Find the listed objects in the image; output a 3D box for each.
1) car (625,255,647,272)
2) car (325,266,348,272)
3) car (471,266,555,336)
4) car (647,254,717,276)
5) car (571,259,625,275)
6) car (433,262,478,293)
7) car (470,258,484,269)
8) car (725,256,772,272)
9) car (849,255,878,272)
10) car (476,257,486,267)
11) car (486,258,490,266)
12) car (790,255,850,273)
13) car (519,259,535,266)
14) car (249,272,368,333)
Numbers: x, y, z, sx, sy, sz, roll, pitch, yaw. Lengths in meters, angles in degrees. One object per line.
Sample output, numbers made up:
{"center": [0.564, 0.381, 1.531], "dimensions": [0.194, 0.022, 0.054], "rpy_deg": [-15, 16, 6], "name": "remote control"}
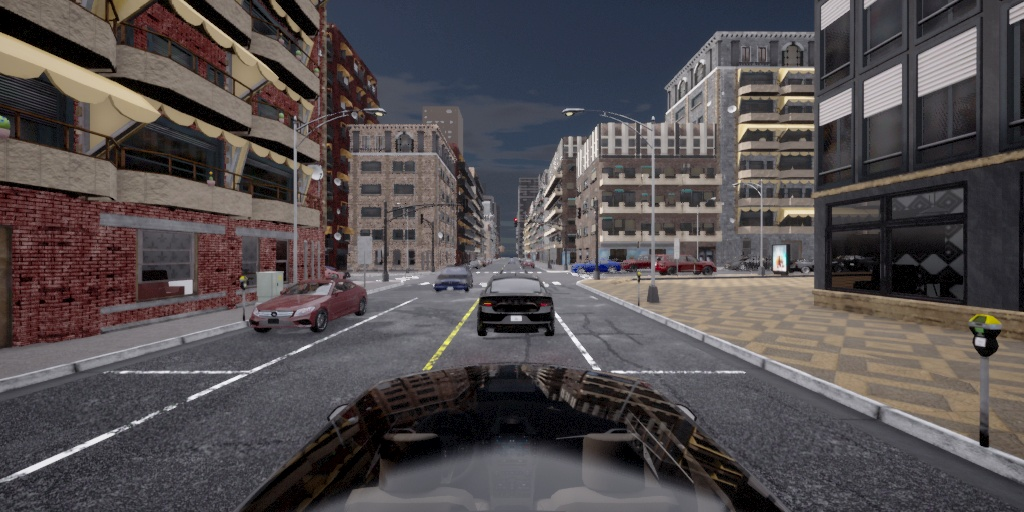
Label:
{"center": [14.562, 0.764, 39.093], "dimensions": [5.009, 1.841, 2.192], "rpy_deg": [0, 0, -1], "name": "car"}
{"center": [-17.188, 1.610, 33.010], "dimensions": [4.181, 1.385, 1.994], "rpy_deg": [-1, 0, -1], "name": "car"}
{"center": [0.096, 1.227, 10.388], "dimensions": [1.882, 1.535, 5.008], "rpy_deg": [0, 0, 0], "name": "car"}
{"center": [14.699, 0.778, 30.713], "dimensions": [5.009, 1.841, 2.192], "rpy_deg": [0, 0, -1], "name": "car"}
{"center": [8.462, 1.045, 36.449], "dimensions": [5.008, 1.535, 1.882], "rpy_deg": [-1, 0, -1], "name": "car"}
{"center": [-3.303, 1.296, 21.141], "dimensions": [2.033, 1.411, 5.357], "rpy_deg": [0, 0, -3], "name": "car"}
{"center": [-5.708, 1.330, 52.750], "dimensions": [1.948, 1.339, 4.313], "rpy_deg": [0, 0, 0], "name": "car"}
{"center": [24.458, 0.775, 36.593], "dimensions": [4.892, 1.490, 1.837], "rpy_deg": [-1, 0, 0], "name": "car"}
{"center": [31.340, 0.717, 30.865], "dimensions": [4.313, 1.339, 1.948], "rpy_deg": [0, 0, -1], "name": "car"}
{"center": [-5.711, 1.293, 58.262], "dimensions": [1.751, 1.417, 4.829], "rpy_deg": [0, 0, 0], "name": "car"}
{"center": [-5.712, 1.086, 64.115], "dimensions": [2.192, 1.841, 5.009], "rpy_deg": [0, 0, 0], "name": "car"}
{"center": [25.793, 0.822, 30.814], "dimensions": [4.313, 1.339, 1.948], "rpy_deg": [0, 0, -1], "name": "car"}
{"center": [2.670, 1.207, 58.437], "dimensions": [1.967, 1.591, 4.097], "rpy_deg": [0, 0, 0], "name": "car"}
{"center": [-5.744, 1.332, 10.726], "dimensions": [1.802, 1.307, 4.207], "rpy_deg": [0, 0, 0], "name": "car"}
